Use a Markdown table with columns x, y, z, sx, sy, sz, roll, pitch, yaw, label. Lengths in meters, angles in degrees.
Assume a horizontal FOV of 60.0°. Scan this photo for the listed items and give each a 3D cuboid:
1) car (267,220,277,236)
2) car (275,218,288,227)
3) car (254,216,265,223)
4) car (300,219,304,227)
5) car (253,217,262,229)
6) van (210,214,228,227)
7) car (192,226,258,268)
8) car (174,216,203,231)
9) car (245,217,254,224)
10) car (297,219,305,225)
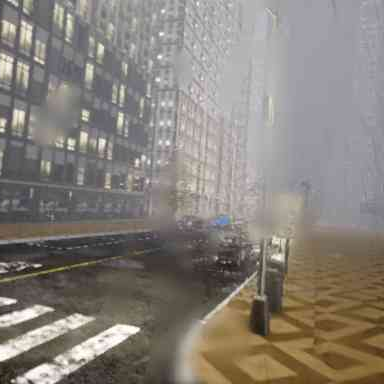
| x | y | z | sx | sy | sz | roll | pitch | yaw | label |
| --- | --- | --- | --- | --- | --- | --- | --- | --- | --- |
| 9.490 | 4.113 | 36.552 | 1.947 | 1.339 | 4.313 | 3 | -3 | 21 | car |
| 17.560 | 5.925 | 65.363 | 1.882 | 1.535 | 5.008 | 3 | -3 | 21 | car |
| 15.531 | 6.363 | 76.410 | 1.947 | 1.339 | 4.313 | 3 | -3 | 21 | car |
| 21.374 | 6.423 | 68.169 | 1.947 | 1.339 | 4.313 | 3 | -3 | 21 | car |
| 10.081 | 4.475 | 45.551 | 1.882 | 1.535 | 5.008 | 3 | -3 | 21 | car |
| 3.664 | 3.830 | 44.812 | 1.690 | 1.788 | 3.998 | 3 | -3 | 21 | van |
| 1.690 | 2.560 | 15.431 | 2.008 | 1.369 | 4.403 | 3 | -3 | 21 | car |
| -0.302 | 3.158 | 34.270 | 1.967 | 1.590 | 4.097 | 3 | -3 | 21 | car |
| 11.570 | 5.610 | 65.873 | 1.802 | 1.307 | 4.206 | 3 | -3 | 21 | car |
| 29.299 | 7.939 | 89.249 | 1.887 | 1.381 | 4.507 | 3 | -3 | 21 | car |
